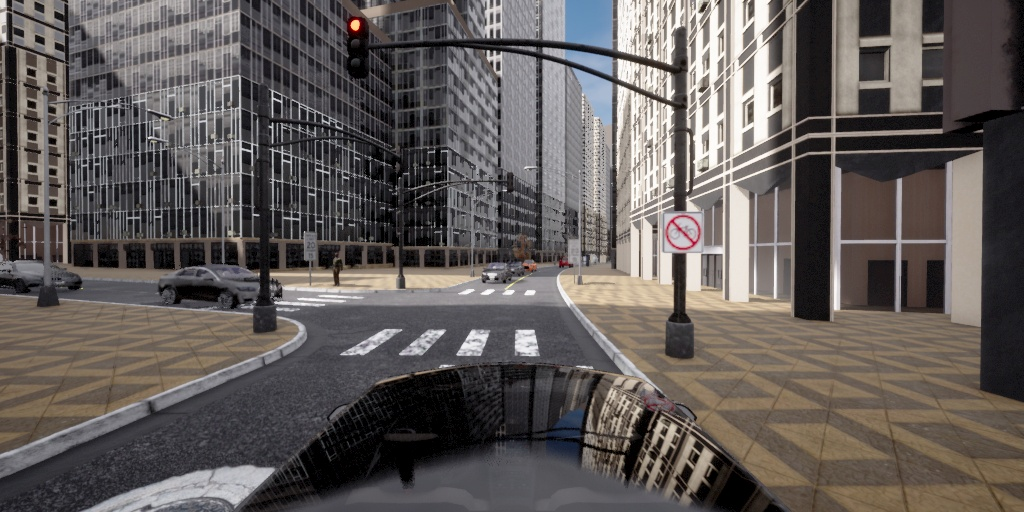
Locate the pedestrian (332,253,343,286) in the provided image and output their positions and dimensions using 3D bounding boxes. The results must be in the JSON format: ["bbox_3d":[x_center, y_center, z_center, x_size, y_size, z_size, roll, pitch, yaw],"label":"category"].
[{"bbox_3d":[-9.523,0.716,19.461,0.375,1.860,0.375,0,0,16],"label":"pedestrian"}]

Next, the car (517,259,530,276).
[{"bbox_3d":[0.230,1.310,37.675,2.128,1.511,4.902,0,0,9],"label":"car"}]

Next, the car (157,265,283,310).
[{"bbox_3d":[-11.225,1.116,13.854,4.902,1.511,2.128,1,1,16],"label":"car"}]

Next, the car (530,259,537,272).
[{"bbox_3d":[2.010,1.219,47.454,2.097,1.767,4.553,0,0,12],"label":"car"}]

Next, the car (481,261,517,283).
[{"bbox_3d":[-1.116,1.275,28.193,2.128,1.511,4.902,0,0,7],"label":"car"}]

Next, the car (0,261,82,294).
[{"bbox_3d":[-23.348,0.977,17.402,4.674,1.442,1.812,1,1,16],"label":"car"}]
